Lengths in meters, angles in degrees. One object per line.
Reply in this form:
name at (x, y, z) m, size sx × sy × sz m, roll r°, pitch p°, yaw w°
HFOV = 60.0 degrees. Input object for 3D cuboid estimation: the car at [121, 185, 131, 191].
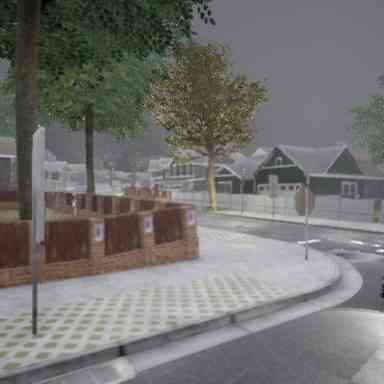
car at (-18.435, -0.935, 92.212) m, size 1.812 × 1.442 × 4.674 m, roll 0°, pitch 2°, yaw -1°

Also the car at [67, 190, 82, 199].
car at (-17.003, 0.457, 47.687) m, size 1.837 × 1.490 × 4.892 m, roll 0°, pitch 1°, yaw -31°

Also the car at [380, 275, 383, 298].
car at (5.758, 1.554, 6.860) m, size 4.181 × 1.385 × 1.994 m, roll -1°, pitch 1°, yaw -34°
